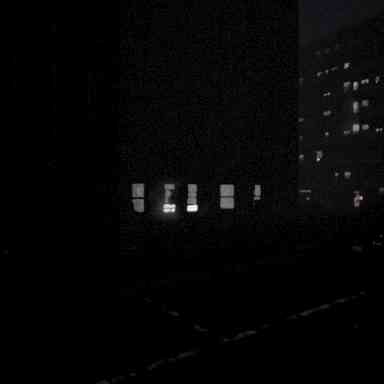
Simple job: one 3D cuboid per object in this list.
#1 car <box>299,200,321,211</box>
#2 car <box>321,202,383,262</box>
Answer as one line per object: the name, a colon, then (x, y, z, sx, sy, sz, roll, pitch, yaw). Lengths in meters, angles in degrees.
car: (15.877, 1.701, 43.048, 1.967, 1.590, 4.097, -1, 0, -36)
car: (6.762, 1.292, 10.927, 5.009, 1.841, 2.192, 0, 0, -36)
